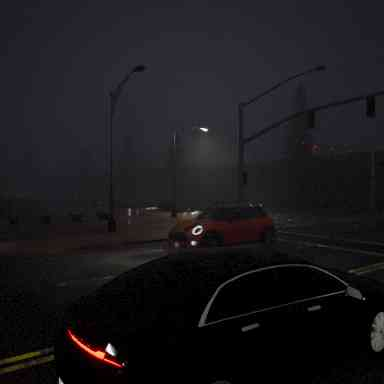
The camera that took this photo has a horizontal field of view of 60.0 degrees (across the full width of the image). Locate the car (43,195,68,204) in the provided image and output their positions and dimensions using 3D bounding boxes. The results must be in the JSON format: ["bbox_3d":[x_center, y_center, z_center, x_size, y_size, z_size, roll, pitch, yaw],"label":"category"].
[{"bbox_3d":[-26.230,1.352,63.806,4.553,1.767,2.097,0,0,9],"label":"car"}]

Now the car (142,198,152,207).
[{"bbox_3d":[-7.715,1.564,48.734,4.181,1.385,1.994,0,0,35],"label":"car"}]

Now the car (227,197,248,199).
[{"bbox_3d":[3.793,1.505,30.861,1.837,1.490,4.892,0,0,-36],"label":"car"}]

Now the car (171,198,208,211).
[{"bbox_3d":[-0.363,1.505,41.912,1.837,1.490,4.892,0,0,-41],"label":"car"}]

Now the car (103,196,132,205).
[{"bbox_3d":[-13.578,1.478,60.324,5.008,1.535,1.882,0,0,24],"label":"car"}]

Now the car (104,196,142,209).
[{"bbox_3d":[-9.483,1.526,45.757,4.674,1.442,1.812,0,0,36],"label":"car"}]

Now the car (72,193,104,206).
[{"bbox_3d":[-16.722,1.221,54.019,5.566,2.045,2.150,0,0,20],"label":"car"}]

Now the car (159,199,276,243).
[{"bbox_3d":[1.263,1.352,13.504,4.553,1.767,2.097,0,0,-36],"label":"car"}]

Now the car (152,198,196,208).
[{"bbox_3d":[-2.015,1.547,38.683,2.033,1.411,5.357,0,0,-39],"label":"car"}]

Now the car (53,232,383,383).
[{"bbox_3d":[0.823,1.505,4.384,4.892,1.490,1.837,0,0,-35],"label":"car"}]
